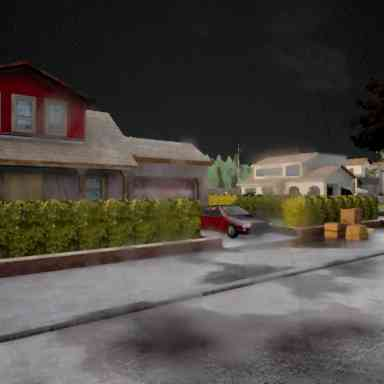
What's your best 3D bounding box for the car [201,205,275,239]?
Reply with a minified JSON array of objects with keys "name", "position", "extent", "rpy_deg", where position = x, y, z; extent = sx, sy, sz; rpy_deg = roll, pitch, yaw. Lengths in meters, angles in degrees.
[{"name":"car","position":[1.561,1.354,16.546],"extent":[2.033,1.415,5.357],"rpy_deg":[0,0,-33]}]
